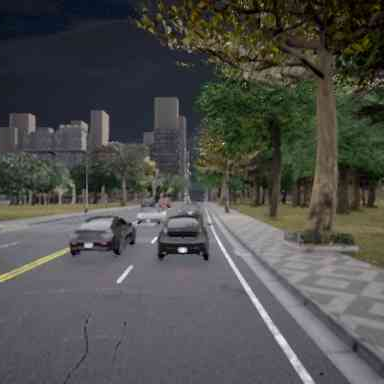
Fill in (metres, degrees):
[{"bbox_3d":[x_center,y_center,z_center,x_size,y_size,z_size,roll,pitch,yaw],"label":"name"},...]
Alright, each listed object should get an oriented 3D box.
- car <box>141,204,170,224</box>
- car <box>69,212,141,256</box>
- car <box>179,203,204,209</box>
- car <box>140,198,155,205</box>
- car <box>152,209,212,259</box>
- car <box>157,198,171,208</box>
[{"bbox_3d":[-3.310,1.964,28.039,1.895,1.301,4.718,0,-1,2],"label":"car"},{"bbox_3d":[-3.529,1.690,13.726,1.812,1.442,4.674,0,-1,1],"label":"car"},{"bbox_3d":[-0.054,1.712,28.127,2.097,1.767,4.553,0,-1,2],"label":"car"},{"bbox_3d":[-8.698,2.202,65.825,2.150,2.045,5.566,0,-1,2],"label":"car"},{"bbox_3d":[-0.283,1.665,13.337,1.837,1.490,4.892,0,0,1],"label":"car"},{"bbox_3d":[-5.449,2.197,65.727,2.150,2.045,5.566,0,-1,2],"label":"car"}]
